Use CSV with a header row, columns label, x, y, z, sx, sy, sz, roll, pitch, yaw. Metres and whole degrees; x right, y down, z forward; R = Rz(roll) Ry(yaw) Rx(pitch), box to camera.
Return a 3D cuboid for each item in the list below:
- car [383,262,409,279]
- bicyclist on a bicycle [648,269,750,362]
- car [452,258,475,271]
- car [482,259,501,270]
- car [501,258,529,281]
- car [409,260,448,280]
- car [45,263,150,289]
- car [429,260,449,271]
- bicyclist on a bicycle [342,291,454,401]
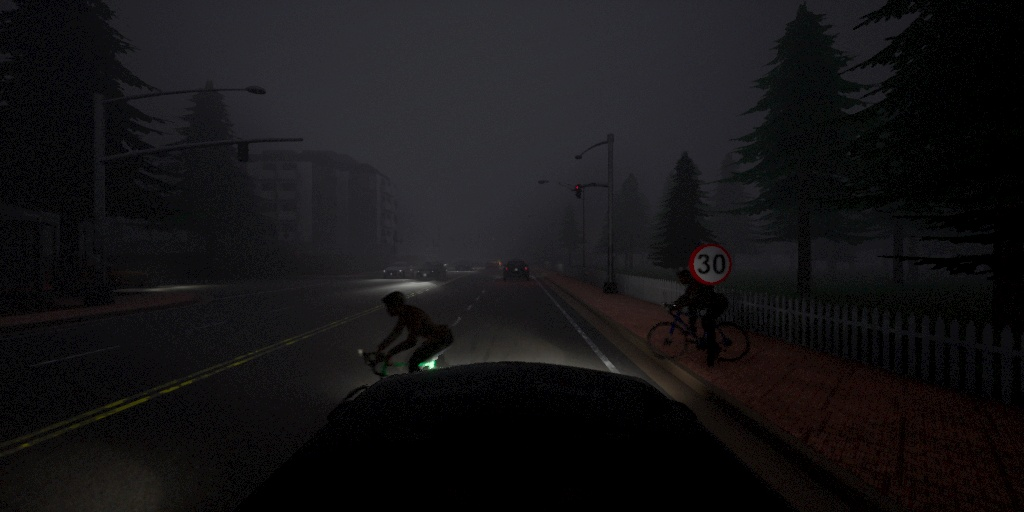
label,x,y,z,sx,sy,sz,roll,pitch,yaw
car,-10.309,1.275,33.007,1.812,1.442,4.674,0,0,1
bicyclist on a bicycle,3.239,1.053,6.310,1.656,1.620,0.582,-2,-1,14
car,-6.644,1.274,49.372,1.812,1.442,4.674,0,0,1
car,-2.912,1.349,53.780,1.895,1.301,4.718,0,0,1
car,0.364,1.101,30.544,2.097,1.767,4.553,0,0,1
car,-6.832,1.242,30.700,2.128,1.511,4.902,0,0,1
car,-25.364,1.188,22.063,5.008,1.535,1.882,0,0,0
car,-10.134,1.254,50.088,1.837,1.490,4.892,0,0,1
bicyclist on a bicycle,-1.115,1.204,3.980,1.656,1.620,0.582,-2,1,-33
